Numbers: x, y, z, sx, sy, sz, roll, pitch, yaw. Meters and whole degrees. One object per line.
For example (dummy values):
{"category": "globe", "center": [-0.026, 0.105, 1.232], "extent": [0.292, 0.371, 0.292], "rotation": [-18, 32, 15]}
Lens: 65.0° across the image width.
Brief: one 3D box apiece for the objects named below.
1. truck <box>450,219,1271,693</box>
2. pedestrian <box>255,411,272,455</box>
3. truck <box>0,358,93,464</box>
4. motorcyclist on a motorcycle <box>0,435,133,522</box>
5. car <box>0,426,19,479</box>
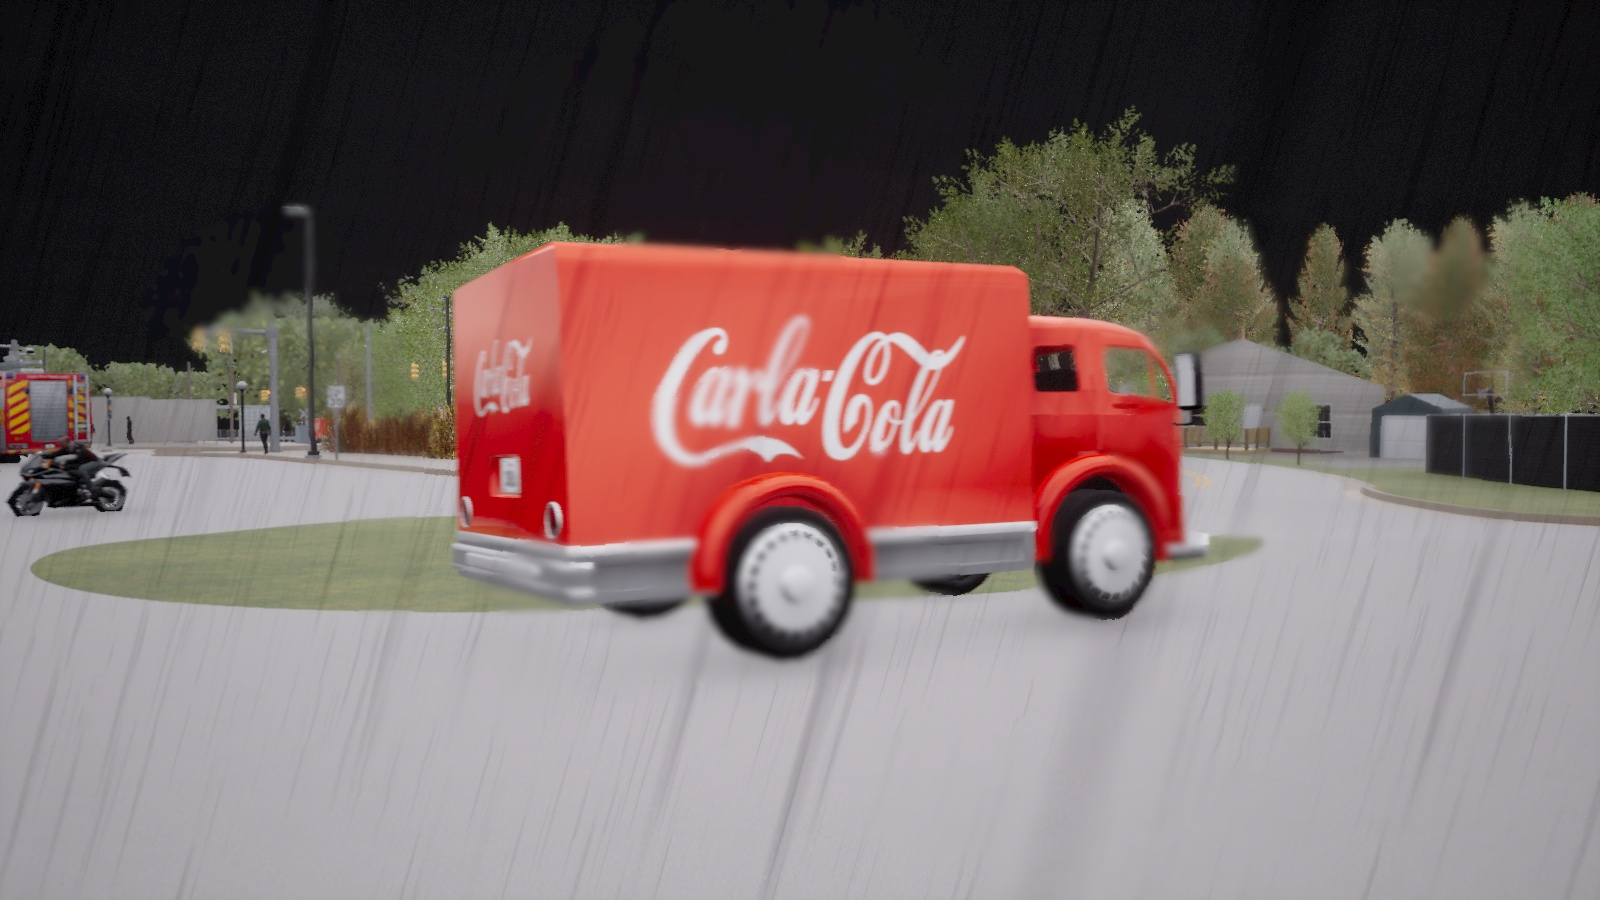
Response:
{"category": "truck", "center": [0.481, 0.005, 8.963], "extent": [5.204, 2.467, 2.627], "rotation": [-1, 0, -30]}
{"category": "pedestrian", "center": [-23.813, -0.754, 55.745], "extent": [0.423, 1.949, 0.788], "rotation": [-2, 4, -43]}
{"category": "truck", "center": [-30.751, -1.480, 49.456], "extent": [2.891, 3.827, 8.468], "rotation": [-2, 2, -44]}
{"category": "motorcyclist on a motorcycle", "center": [-13.883, 0.491, 23.660], "extent": [0.866, 1.530, 2.191], "rotation": [2, 2, 30]}
{"category": "car", "center": [-24.772, 0.159, 34.798], "extent": [2.128, 1.511, 4.902], "rotation": [1, 3, 24]}
